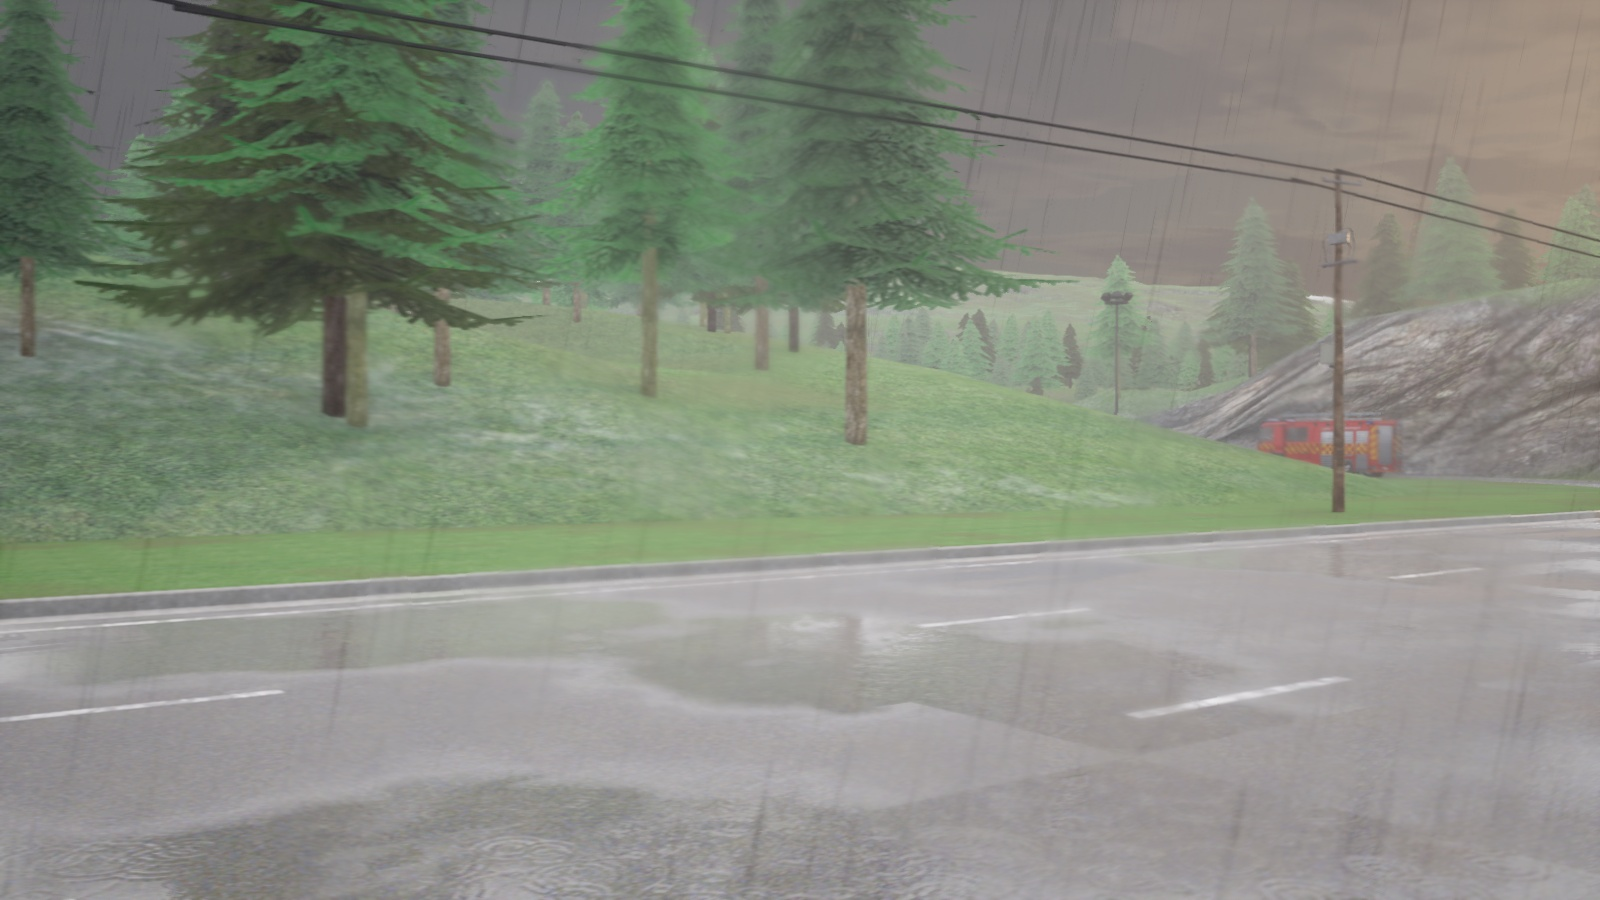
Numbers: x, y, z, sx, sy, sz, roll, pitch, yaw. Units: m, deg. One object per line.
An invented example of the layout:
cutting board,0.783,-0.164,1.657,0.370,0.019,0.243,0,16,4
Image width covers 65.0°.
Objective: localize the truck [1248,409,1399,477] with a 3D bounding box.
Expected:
truck,31.125,-0.375,75.083,2.891,3.827,8.468,0,0,-27
